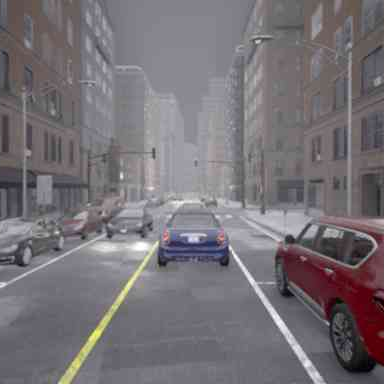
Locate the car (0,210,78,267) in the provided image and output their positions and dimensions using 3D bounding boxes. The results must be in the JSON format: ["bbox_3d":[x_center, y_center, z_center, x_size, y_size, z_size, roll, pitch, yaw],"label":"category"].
[{"bbox_3d":[-5.673,1.527,11.148,2.008,1.369,4.403,-1,0,0],"label":"car"}]

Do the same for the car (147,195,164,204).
[{"bbox_3d":[-5.663,1.507,49.314,1.802,1.307,4.206,-1,0,0],"label":"car"}]

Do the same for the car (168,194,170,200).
[{"bbox_3d":[-5.661,1.463,60.444,1.887,1.381,4.507,-1,0,0],"label":"car"}]

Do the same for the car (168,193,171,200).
[{"bbox_3d":[-5.660,1.442,65.838,1.752,1.417,4.829,-1,0,0],"label":"car"}]

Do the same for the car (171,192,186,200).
[{"bbox_3d":[-2.980,1.271,73.314,2.097,1.767,4.553,0,0,0],"label":"car"}]

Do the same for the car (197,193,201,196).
[{"bbox_3d":[2.867,1.356,77.156,1.967,1.590,4.097,-1,0,0],"label":"car"}]

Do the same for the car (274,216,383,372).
[{"bbox_3d":[2.847,1.303,5.585,2.192,1.841,5.009,-1,0,0],"label":"car"}]

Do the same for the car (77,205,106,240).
[{"bbox_3d":[-5.671,1.548,16.732,1.802,1.307,4.206,-1,0,0],"label":"car"}]

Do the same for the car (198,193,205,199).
[{"bbox_3d":[2.867,1.460,71.592,1.887,1.381,4.507,-1,0,0],"label":"car"}]

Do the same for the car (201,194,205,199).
[{"bbox_3d":[2.862,1.447,55.073,1.752,1.417,4.829,-1,0,0],"label":"car"}]

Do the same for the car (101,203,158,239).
[{"bbox_3d":[-3.075,1.491,17.320,1.812,1.442,4.674,0,0,0],"label":"car"}]

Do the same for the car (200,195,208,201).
[{"bbox_3d":[2.870,1.461,82.720,1.887,1.381,4.507,-1,0,0],"label":"car"}]

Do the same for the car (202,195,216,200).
[{"bbox_3d":[2.862,1.507,49.339,1.802,1.307,4.206,-1,0,0],"label":"car"}]

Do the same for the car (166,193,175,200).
[{"bbox_3d":[-5.657,1.234,88.269,2.192,1.841,5.009,-1,0,0],"label":"car"}]

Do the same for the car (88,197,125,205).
[{"bbox_3d":[-5.673,1.272,22.313,2.192,1.841,5.009,-1,0,0],"label":"car"}]

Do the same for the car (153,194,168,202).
[{"bbox_3d":[-5.665,1.237,54.879,2.192,1.841,5.009,-1,0,0],"label":"car"}]

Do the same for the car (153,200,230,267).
[{"bbox_3d":[0.055,1.329,11.415,2.097,1.767,4.553,0,0,0],"label":"car"}]
